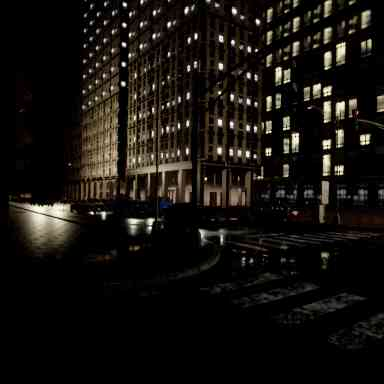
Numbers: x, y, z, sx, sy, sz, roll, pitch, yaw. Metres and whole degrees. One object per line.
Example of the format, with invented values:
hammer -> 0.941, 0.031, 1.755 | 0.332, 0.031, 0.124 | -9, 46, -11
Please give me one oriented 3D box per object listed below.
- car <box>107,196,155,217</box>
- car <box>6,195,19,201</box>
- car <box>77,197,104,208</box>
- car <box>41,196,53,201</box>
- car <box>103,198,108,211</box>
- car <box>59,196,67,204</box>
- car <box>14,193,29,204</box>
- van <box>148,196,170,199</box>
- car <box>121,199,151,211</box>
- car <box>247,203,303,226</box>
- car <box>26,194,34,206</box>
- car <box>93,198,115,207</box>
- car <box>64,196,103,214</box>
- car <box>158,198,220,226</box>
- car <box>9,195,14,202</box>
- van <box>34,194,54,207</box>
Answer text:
car -> -5.618, 1.412, 30.116 | 1.882, 1.535, 5.008 | 1, -1, -35
car -> -40.159, 1.378, 74.445 | 2.008, 1.369, 4.403 | 1, -1, -35
car -> -15.014, 1.519, 48.945 | 2.033, 1.411, 5.357 | 1, -1, -37
car -> -36.584, 1.571, 83.895 | 1.802, 1.307, 4.206 | 1, -1, -35
car -> -11.764, 1.468, 38.821 | 2.033, 1.411, 5.357 | 1, -1, -35
car -> -22.118, 1.464, 58.965 | 1.837, 1.490, 4.892 | 1, -1, -35
car -> -30.368, 1.155, 60.615 | 2.192, 1.841, 5.009 | 1, -1, -35
van -> -3.951, 1.382, 37.789 | 1.690, 1.788, 3.998 | 1, -1, -35
car -> -7.218, 1.584, 42.397 | 2.008, 1.369, 4.403 | 1, -1, -35
car -> 5.836, 1.505, 23.955 | 1.967, 1.590, 4.097 | 1, -1, -35
car -> -23.846, 1.432, 51.390 | 1.802, 1.307, 4.206 | 1, -1, -35
car -> -13.744, 1.587, 51.619 | 1.947, 1.339, 4.313 | 1, -1, -35
car -> -10.795, 1.427, 32.947 | 2.008, 1.369, 4.403 | 1, -1, -35
car -> -0.170, 1.425, 22.413 | 1.882, 1.535, 5.008 | 1, -1, -36
car -> -36.897, 1.397, 69.834 | 1.947, 1.339, 4.313 | 1, -1, -35
van -> -20.579, 1.197, 46.782 | 1.690, 1.788, 3.998 | 1, -1, -35
